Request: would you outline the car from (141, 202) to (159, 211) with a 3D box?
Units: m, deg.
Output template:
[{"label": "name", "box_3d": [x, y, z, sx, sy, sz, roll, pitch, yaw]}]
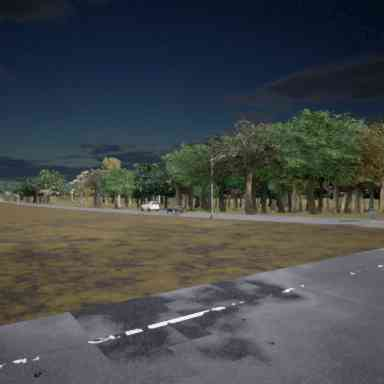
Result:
[{"label": "car", "box_3d": [-9.039, 3.105, 71.515, 2.150, 2.045, 5.566, 1, -2, -33]}]

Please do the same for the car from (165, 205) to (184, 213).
[{"label": "car", "box_3d": [-3.308, 3.248, 62.761, 1.837, 1.490, 4.892, 1, -2, -33]}]

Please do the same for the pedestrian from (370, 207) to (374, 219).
[{"label": "pedestrian", "box_3d": [19.291, 2.202, 35.573, 0.375, 1.300, 0.375, -2, 1, -33]}]
